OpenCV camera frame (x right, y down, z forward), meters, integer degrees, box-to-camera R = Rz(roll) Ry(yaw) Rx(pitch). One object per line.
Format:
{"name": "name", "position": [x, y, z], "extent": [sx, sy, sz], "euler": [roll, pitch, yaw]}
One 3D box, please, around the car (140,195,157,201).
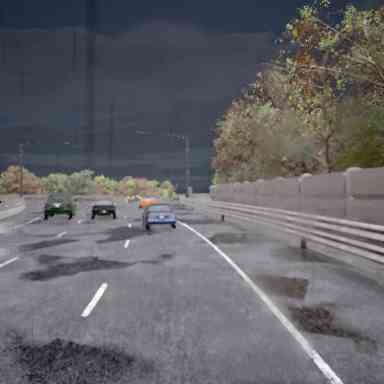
{"name": "car", "position": [-5.712, 1.177, 43.712], "extent": [2.097, 1.767, 4.553], "euler": [0, 0, -5]}

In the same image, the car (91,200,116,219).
{"name": "car", "position": [-7.571, 1.385, 28.539], "extent": [1.882, 1.535, 5.008], "euler": [0, 0, -15]}

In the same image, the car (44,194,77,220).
{"name": "car", "position": [-10.999, 1.151, 27.983], "extent": [2.150, 2.045, 5.566], "euler": [0, 0, -16]}

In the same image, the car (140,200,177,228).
{"name": "car", "position": [-2.167, 1.459, 21.284], "extent": [2.033, 1.411, 5.357], "euler": [0, 0, -11]}
